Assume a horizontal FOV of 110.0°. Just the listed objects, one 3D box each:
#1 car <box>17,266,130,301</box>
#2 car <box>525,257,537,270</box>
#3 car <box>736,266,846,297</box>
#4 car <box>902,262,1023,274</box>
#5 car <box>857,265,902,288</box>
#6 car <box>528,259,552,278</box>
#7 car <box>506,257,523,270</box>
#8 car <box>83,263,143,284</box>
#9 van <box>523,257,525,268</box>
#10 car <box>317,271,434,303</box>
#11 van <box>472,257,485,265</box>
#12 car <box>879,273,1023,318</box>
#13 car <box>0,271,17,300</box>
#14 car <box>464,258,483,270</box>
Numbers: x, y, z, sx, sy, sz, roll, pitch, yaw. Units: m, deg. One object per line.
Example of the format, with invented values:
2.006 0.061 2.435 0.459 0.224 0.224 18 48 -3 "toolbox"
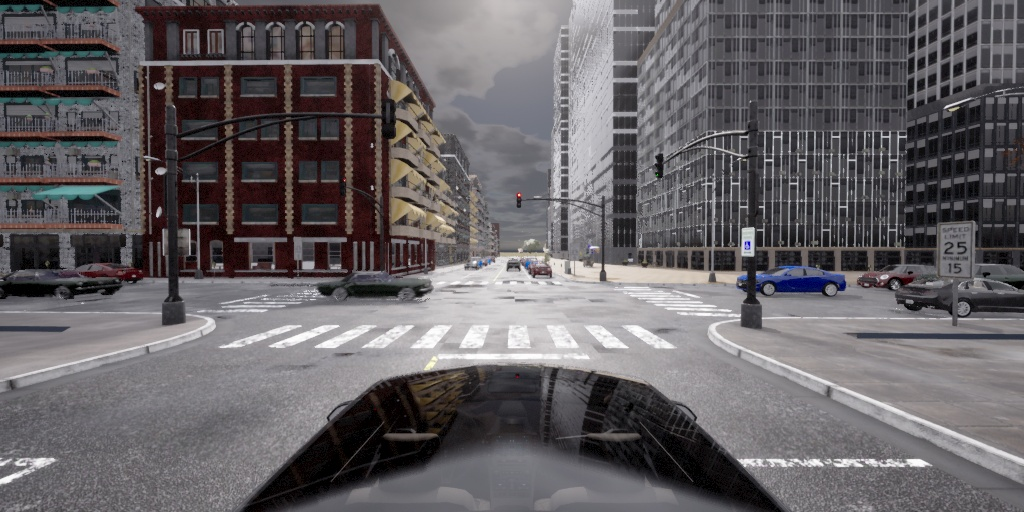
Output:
-20.967 1.279 16.415 4.718 1.301 1.895 0 1 1 "car"
2.744 1.159 39.086 1.967 1.591 4.097 0 0 0 "car"
14.686 1.270 19.046 5.008 1.535 1.882 0 1 2 "car"
24.146 1.189 18.886 4.553 1.767 2.097 0 1 1 "car"
23.420 1.230 21.632 4.097 1.591 1.967 0 0 1 "car"
2.731 1.271 33.440 1.888 1.381 4.507 0 0 0 "car"
0.213 1.208 50.302 1.837 1.490 4.892 0 0 0 "car"
-25.808 1.110 22.397 4.507 1.381 1.888 0 0 1 "car"
2.771 1.044 50.378 1.690 1.789 3.998 0 0 0 "van"
-6.013 1.345 16.195 4.718 1.301 1.895 0 0 1 "car"
-5.565 1.036 56.010 1.690 1.789 3.998 0 0 0 "van"
16.741 1.445 13.100 4.403 1.370 2.007 0 0 1 "car"
-22.596 1.259 13.732 4.507 1.381 1.888 0 0 1 "car"
-5.578 1.269 50.364 1.948 1.339 4.313 0 0 0 "car"
